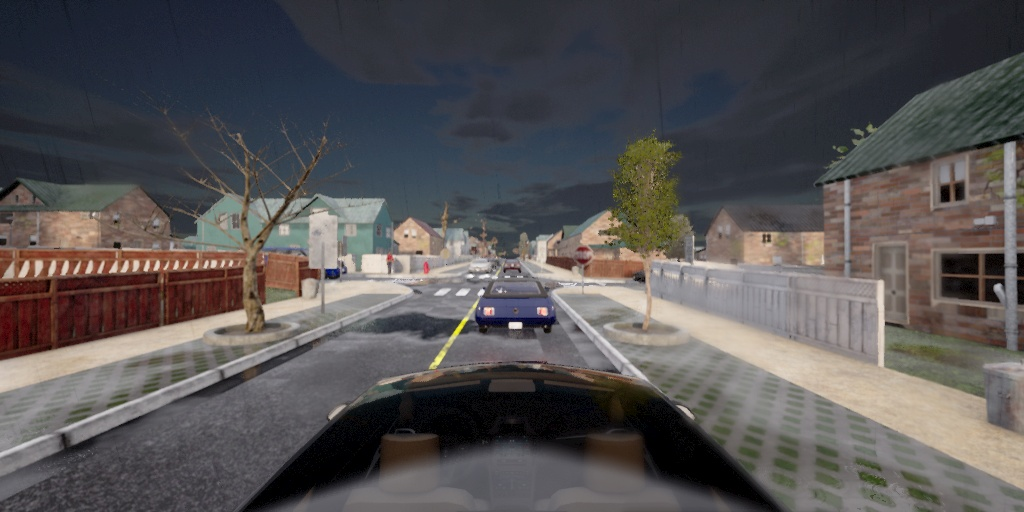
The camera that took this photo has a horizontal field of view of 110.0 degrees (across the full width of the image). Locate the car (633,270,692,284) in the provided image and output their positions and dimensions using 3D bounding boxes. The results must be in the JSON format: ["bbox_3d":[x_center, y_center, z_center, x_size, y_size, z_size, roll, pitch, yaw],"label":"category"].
[{"bbox_3d":[11.181,1.304,25.491,5.008,1.535,1.882,1,0,0],"label":"car"}]

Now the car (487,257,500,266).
[{"bbox_3d":[-2.922,0.869,58.212,1.895,1.301,4.718,0,0,0],"label":"car"}]

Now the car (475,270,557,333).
[{"bbox_3d":[0.080,1.265,10.342,1.895,1.301,4.718,0,1,0],"label":"car"}]

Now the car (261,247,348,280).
[{"bbox_3d":[-13.371,0.479,22.517,5.566,2.045,2.150,1,0,-1],"label":"car"}]

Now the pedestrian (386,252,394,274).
[{"bbox_3d":[-9.685,0.517,28.359,0.375,1.860,0.375,0,-2,0],"label":"pedestrian"}]

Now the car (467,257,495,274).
[{"bbox_3d":[-3.027,0.965,35.130,1.812,1.442,4.674,0,0,3],"label":"car"}]

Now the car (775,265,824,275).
[{"bbox_3d":[21.009,1.401,25.509,4.553,1.767,2.097,1,0,0],"label":"car"}]

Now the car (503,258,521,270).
[{"bbox_3d":[0.023,0.958,38.590,2.033,1.411,5.357,0,0,0],"label":"car"}]

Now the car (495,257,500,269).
[{"bbox_3d":[-2.939,0.844,46.098,2.128,1.511,4.902,0,0,0],"label":"car"}]
